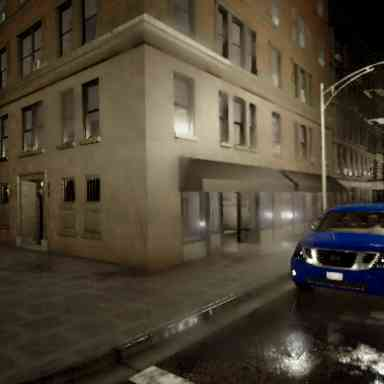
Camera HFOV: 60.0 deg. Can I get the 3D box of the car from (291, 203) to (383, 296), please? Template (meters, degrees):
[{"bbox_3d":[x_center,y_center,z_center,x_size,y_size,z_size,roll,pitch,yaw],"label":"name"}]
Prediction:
[{"bbox_3d":[4.599,1.350,8.814,2.150,2.045,5.566,-2,-2,39],"label":"car"}]
